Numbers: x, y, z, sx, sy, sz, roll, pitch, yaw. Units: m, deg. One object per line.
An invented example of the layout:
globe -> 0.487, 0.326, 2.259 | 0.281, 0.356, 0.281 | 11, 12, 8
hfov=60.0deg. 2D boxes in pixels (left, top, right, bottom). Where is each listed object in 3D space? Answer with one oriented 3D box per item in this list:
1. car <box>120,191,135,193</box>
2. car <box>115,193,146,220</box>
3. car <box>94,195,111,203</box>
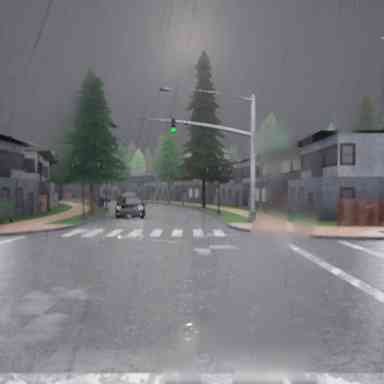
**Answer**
car -> -8.006, 0.915, 41.862 | 2.150, 2.045, 5.566 | 0, 0, -19
car -> -4.722, 1.151, 26.120 | 2.097, 1.767, 4.553 | 0, 0, -6
car -> -15.677, 1.206, 57.206 | 2.033, 1.411, 5.357 | 0, 0, -36
